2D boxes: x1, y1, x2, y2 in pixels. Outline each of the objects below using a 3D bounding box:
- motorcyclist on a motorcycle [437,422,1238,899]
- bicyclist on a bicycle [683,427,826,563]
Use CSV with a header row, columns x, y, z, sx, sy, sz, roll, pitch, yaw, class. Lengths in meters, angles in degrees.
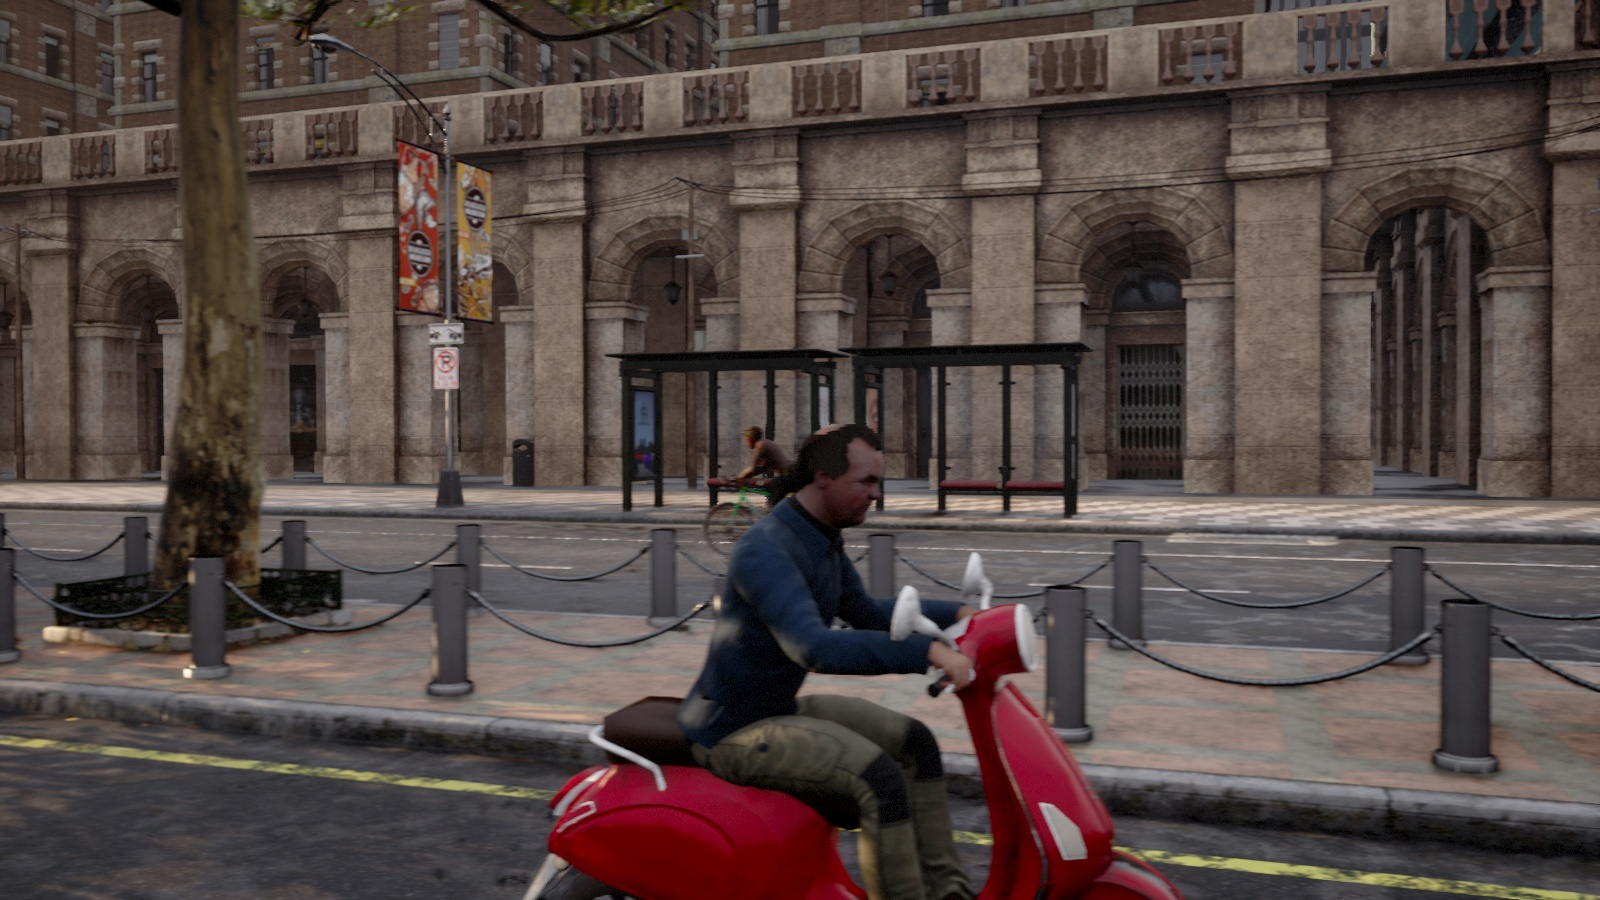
x,y,z,sx,sy,sz,roll,pitch,yaw,class
0.125,0.729,3.151,1.817,1.590,0.866,1,1,19,motorcyclist on a motorcycle
-0.559,0.527,15.512,1.656,1.620,0.582,0,1,19,bicyclist on a bicycle
